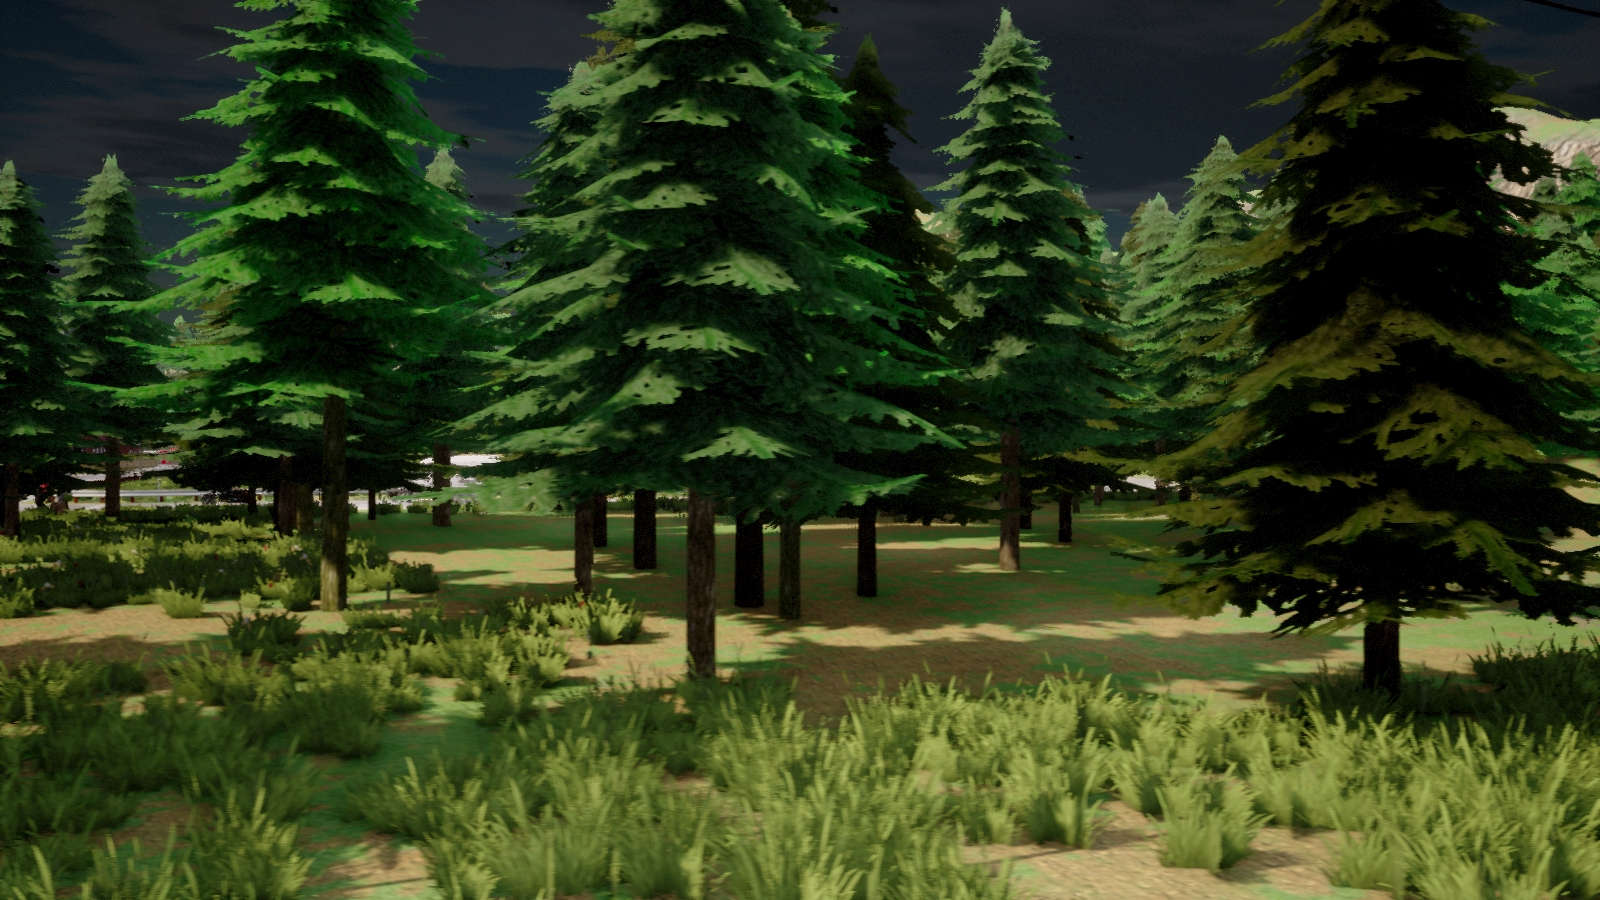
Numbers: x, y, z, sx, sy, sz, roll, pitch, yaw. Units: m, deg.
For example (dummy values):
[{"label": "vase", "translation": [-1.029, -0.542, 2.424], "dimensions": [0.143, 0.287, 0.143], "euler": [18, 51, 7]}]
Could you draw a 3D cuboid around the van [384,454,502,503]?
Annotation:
[{"label": "van", "translation": [-19.121, 1.510, 61.496], "dimensions": [5.915, 2.561, 1.988], "euler": [0, 0, -12]}]
